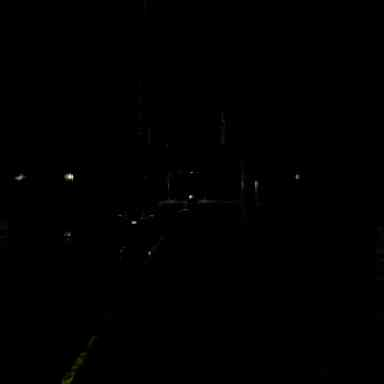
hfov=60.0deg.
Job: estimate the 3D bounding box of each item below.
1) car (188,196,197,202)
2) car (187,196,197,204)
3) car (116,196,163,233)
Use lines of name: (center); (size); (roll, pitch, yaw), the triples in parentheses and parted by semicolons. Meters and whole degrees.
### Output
car: (0.020, 1.668, 80.536); (2.128, 1.511, 4.902); (0, 0, 0)
car: (0.018, 1.821, 70.529); (1.994, 1.385, 4.181); (0, 0, 0)
car: (-3.030, 1.280, 20.352); (2.150, 2.045, 5.566); (0, 0, 1)
